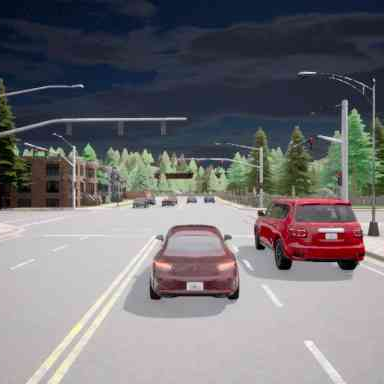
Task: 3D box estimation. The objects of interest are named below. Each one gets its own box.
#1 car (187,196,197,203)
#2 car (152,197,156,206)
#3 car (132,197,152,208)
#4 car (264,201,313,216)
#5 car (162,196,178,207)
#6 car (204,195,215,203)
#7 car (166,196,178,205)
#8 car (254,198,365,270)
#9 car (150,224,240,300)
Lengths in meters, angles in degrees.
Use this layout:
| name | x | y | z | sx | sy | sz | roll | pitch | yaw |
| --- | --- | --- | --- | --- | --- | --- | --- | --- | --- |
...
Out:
| name | x | y | z | sx | sy | sz | roll | pitch | yaw |
| --- | --- | --- | --- | --- | --- | --- | --- | --- | --- |
| car | -0.020 | 1.564 | 69.257 | 1.994 | 1.385 | 4.181 | 0 | 0 | 0 |
| car | -7.179 | 1.547 | 56.698 | 2.033 | 1.411 | 5.357 | 0 | 0 | 0 |
| car | -7.165 | 1.505 | 46.954 | 1.837 | 1.490 | 4.892 | 0 | 0 | 0 |
| car | 9.390 | 1.564 | 32.532 | 4.181 | 1.385 | 1.994 | 0 | 0 | 0 |
| car | -3.648 | 1.601 | 51.734 | 1.895 | 1.301 | 4.718 | 0 | 0 | 0 |
| car | 3.481 | 1.352 | 68.241 | 2.097 | 1.767 | 4.553 | 0 | 0 | 0 |
| car | -3.653 | 1.505 | 62.021 | 1.837 | 1.490 | 4.892 | 0 | 0 | 0 |
| car | 3.557 | 1.221 | 11.146 | 2.150 | 2.045 | 5.566 | 0 | 0 | 0 |
| car | 0.049 | 1.526 | 8.266 | 1.812 | 1.442 | 4.674 | 0 | 0 | 0 |
